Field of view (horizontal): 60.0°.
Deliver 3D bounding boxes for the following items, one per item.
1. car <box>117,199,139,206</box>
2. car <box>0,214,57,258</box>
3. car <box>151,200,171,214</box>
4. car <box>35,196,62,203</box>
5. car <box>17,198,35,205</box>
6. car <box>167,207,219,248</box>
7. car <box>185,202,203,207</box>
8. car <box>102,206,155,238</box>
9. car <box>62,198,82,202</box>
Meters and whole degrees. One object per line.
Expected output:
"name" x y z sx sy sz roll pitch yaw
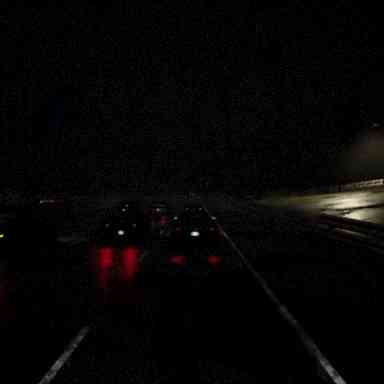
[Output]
"car" -6.833 1.573 35.658 1.837 1.490 4.892 0 0 0
"car" -6.882 1.550 12.775 1.812 1.442 4.674 0 0 0
"car" -3.334 1.560 35.527 2.128 1.511 4.902 0 0 0
"car" -20.978 1.455 49.801 2.097 1.767 4.553 0 0 0
"car" -24.471 1.667 50.035 1.994 1.385 4.181 0 0 0
"car" 0.123 1.592 14.887 1.994 1.385 4.181 0 0 0
"car" 0.163 1.666 33.771 1.895 1.301 4.718 0 0 0
"car" -3.370 1.635 18.038 1.895 1.301 4.718 0 0 0
"car" -17.475 1.668 50.413 1.994 1.385 4.181 0 0 0
